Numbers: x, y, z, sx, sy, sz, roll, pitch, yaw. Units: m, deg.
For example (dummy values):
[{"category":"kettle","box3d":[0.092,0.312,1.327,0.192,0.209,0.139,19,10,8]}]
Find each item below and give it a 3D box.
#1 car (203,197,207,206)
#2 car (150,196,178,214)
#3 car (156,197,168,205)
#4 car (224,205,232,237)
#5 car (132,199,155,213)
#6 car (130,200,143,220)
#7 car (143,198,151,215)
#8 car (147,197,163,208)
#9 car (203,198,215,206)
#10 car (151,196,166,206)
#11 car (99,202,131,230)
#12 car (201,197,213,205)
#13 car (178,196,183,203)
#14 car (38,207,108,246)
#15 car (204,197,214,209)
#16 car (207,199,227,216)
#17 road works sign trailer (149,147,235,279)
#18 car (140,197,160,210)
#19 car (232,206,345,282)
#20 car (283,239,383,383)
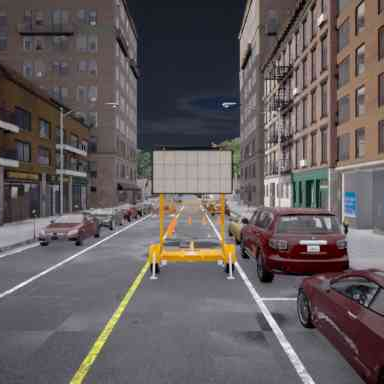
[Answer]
[{"category":"car","box3d":[2.671,1.528,42.905,1.752,1.417,4.829,0,0,0]},{"category":"car","box3d":[-2.822,1.351,34.435,2.097,1.767,4.553,0,0,0]},{"category":"car","box3d":[-5.341,1.597,59.294,1.802,1.307,4.206,0,0,0]},{"category":"car","box3d":[2.645,1.524,15.311,1.752,1.417,4.829,0,0,0]},{"category":"car","box3d":[-5.358,1.551,37.219,2.008,1.369,4.403,0,0,0]},{"category":"car","box3d":[-5.367,1.543,26.182,1.887,1.381,4.507,0,0,0]},{"category":"car","box3d":[-5.362,1.565,31.701,1.947,1.339,4.313,0,0,0]},{"category":"car","box3d":[-5.350,1.532,48.086,1.752,1.417,4.829,0,0,0]},{"category":"car","box3d":[2.680,1.593,53.771,1.802,1.307,4.206,0,0,0]},{"category":"car","box3d":[-5.345,1.451,53.775,1.967,1.590,4.097,0,0,0]},{"category":"car","box3d":[-5.371,1.550,20.663,2.008,1.369,4.403,0,0,0]},{"category":"car","box3d":[2.685,1.581,59.289,1.947,1.339,4.313,0,0,0]},{"category":"car","box3d":[-2.702,1.521,60.581,1.837,1.490,4.892,0,0,0]},{"category":"car","box3d":[-5.375,1.581,15.144,1.802,1.307,4.206,0,0,0]},{"category":"car","box3d":[2.667,1.582,37.216,1.802,1.307,4.206,0,0,0]},{"category":"car","box3d":[2.663,1.581,31.698,1.802,1.307,4.206,0,0,0]},{"category":"road works sign trailer","box3d":[0.008,0.464,9.995,2.380,3.560,2.880,0,0,0]},{"category":"car","box3d":[-5.354,1.443,42.738,1.967,1.590,4.097,0,0,0]},{"category":"car","box3d":[2.645,1.314,9.625,2.192,1.841,5.009,0,0,0]},{"category":"car","box3d":[2.641,1.582,4.107,1.802,1.307,4.206,0,0,0]}]
